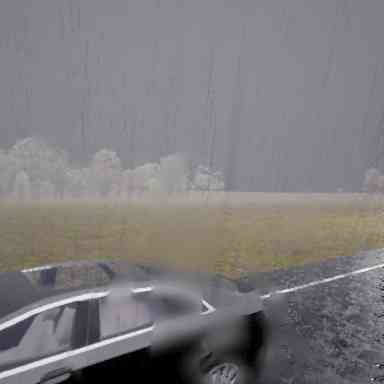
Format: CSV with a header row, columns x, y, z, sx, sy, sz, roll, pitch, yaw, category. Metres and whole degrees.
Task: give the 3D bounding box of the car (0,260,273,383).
x,y,z,sx,sy,sz,roll,pitch,yaw,category
-1.394,1.491,2.994,4.902,1.511,2.128,0,0,-35,car
